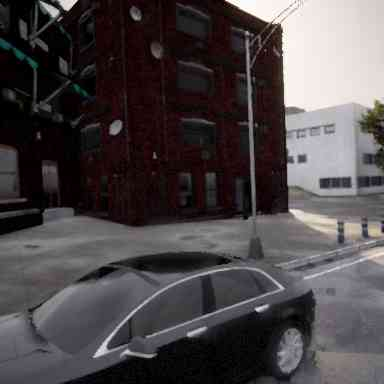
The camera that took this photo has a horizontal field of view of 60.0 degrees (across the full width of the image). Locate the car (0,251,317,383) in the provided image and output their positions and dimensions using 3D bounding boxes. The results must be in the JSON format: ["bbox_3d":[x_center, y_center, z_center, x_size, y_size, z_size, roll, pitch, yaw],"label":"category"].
[{"bbox_3d":[-0.452,1.557,3.886,4.892,1.490,1.837,0,-1,-39],"label":"car"}]
